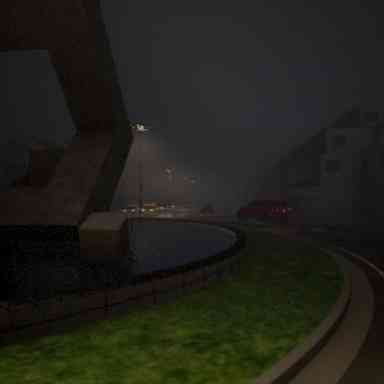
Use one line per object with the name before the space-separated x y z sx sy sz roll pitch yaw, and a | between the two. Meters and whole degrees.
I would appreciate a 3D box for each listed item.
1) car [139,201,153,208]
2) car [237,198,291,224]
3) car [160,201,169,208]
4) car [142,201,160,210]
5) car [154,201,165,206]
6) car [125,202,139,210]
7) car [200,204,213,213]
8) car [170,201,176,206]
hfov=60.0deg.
car | -10.498 2.872 76.700 2.128 1.511 4.902 0 -1 6
car | 6.302 1.699 29.853 2.150 2.045 5.566 0 -2 -29
car | -6.994 2.882 76.557 1.994 1.385 4.181 0 -1 6
car | -8.164 2.624 65.452 1.882 1.535 5.008 0 -1 6
car | -8.930 3.177 91.679 1.895 1.301 4.718 0 -1 6
car | -11.678 2.688 65.487 1.812 1.442 4.674 0 -1 6
car | 2.275 2.461 51.201 1.895 1.301 4.718 0 -1 3
car | -5.436 3.082 91.437 1.812 1.442 4.674 0 -1 6
